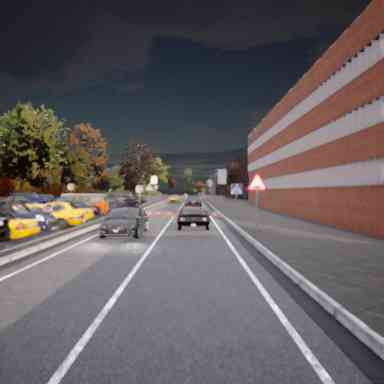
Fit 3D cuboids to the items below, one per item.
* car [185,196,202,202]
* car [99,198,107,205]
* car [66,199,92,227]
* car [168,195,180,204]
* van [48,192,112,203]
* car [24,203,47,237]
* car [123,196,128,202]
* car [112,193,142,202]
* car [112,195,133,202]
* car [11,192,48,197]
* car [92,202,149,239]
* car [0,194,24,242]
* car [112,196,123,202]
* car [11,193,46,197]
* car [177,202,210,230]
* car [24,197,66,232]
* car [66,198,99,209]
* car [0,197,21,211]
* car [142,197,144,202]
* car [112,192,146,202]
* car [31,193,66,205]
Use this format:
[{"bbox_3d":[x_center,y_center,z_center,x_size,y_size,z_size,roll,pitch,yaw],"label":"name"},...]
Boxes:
[{"bbox_3d":[0.166,1.228,41.006,2.097,1.767,4.553,0,0,0],"label":"car"},{"bbox_3d":[-9.398,1.417,25.791,4.674,1.452,2.002,0,0,0],"label":"car"},{"bbox_3d":[-9.197,1.403,20.140,5.366,1.575,1.946,0,0,0],"label":"car"},{"bbox_3d":[-3.108,1.272,58.363,1.882,1.535,5.008,0,0,1],"label":"car"},{"bbox_3d":[-9.526,1.137,28.615,4.442,1.987,1.878,0,0,0],"label":"van"},{"bbox_3d":[-9.550,1.431,14.488,5.366,1.575,1.946,0,0,0],"label":"car"},{"bbox_3d":[-9.430,1.375,34.268,4.674,1.452,2.002,0,0,0],"label":"car"},{"bbox_3d":[-9.449,1.290,42.745,5.008,1.535,2.097,0,0,0],"label":"car"},{"bbox_3d":[-9.433,1.361,37.094,4.674,1.452,2.002,0,0,0],"label":"car"},{"bbox_3d":[-22.007,1.021,45.319,5.566,2.045,2.435,0,0,0],"label":"car"},{"bbox_3d":[-3.363,1.470,17.091,1.837,1.490,4.892,0,0,0],"label":"car"},{"bbox_3d":[-9.384,1.197,11.661,5.566,2.045,2.435,0,0,0],"label":"car"},{"bbox_3d":[-9.389,1.379,31.443,4.792,1.488,2.163,0,0,0],"label":"car"},{"bbox_3d":[-22.033,1.290,42.620,4.892,1.521,2.231,0,0,0],"label":"car"},{"bbox_3d":[0.090,1.552,20.819,1.895,1.301,4.718,0,0,0],"label":"car"},{"bbox_3d":[-9.405,1.294,17.314,4.553,1.767,2.185,0,0,0],"label":"car"},{"bbox_3d":[-9.577,1.388,22.965,5.366,1.575,1.946,0,0,0],"label":"car"},{"bbox_3d":[-22.000,1.321,36.974,4.892,1.521,2.231,0,0,0],"label":"car"},{"bbox_3d":[-9.460,1.312,45.572,4.674,1.452,2.002,0,0,0],"label":"car"},{"bbox_3d":[-9.444,1.003,48.396,5.566,2.045,2.435,0,0,0],"label":"car"},{"bbox_3d":[-21.991,1.102,51.100,4.553,1.767,2.185,0,0,0],"label":"car"}]
